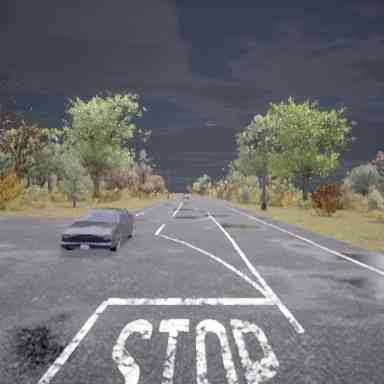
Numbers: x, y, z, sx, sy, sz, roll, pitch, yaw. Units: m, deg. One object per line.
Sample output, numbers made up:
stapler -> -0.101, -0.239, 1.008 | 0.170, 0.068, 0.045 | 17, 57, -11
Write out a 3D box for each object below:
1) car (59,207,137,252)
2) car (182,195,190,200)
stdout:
car -> -3.474, 1.327, 13.426 | 2.033, 1.411, 5.357 | 1, 1, 0
car -> -1.811, 1.575, 94.829 | 1.895, 1.301, 4.718 | 0, 0, 5
